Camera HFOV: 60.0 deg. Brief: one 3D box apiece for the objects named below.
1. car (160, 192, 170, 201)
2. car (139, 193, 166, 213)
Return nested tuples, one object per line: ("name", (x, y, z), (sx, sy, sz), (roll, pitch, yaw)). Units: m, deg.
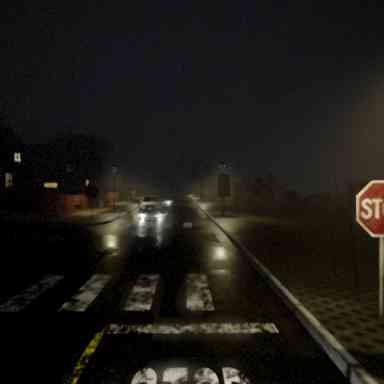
("car", (-4.546, 0.694, 54.531), (1.895, 1.301, 4.718), (0, 1, -2))
("car", (-3.586, 1.062, 29.787), (1.812, 1.442, 4.674), (0, 1, -2))
